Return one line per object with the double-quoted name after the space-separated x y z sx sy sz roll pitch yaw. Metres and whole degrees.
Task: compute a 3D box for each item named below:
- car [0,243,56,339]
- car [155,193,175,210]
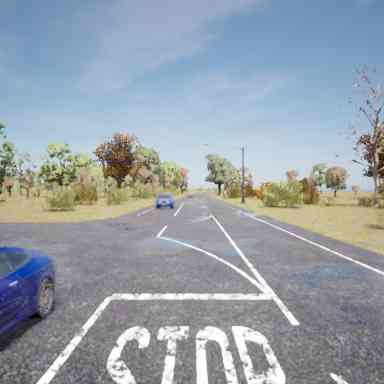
-3.500 1.524 4.646 1.812 1.442 4.674 0 0 0 "car"
-3.369 1.164 42.397 2.150 2.045 5.566 0 0 0 "car"
